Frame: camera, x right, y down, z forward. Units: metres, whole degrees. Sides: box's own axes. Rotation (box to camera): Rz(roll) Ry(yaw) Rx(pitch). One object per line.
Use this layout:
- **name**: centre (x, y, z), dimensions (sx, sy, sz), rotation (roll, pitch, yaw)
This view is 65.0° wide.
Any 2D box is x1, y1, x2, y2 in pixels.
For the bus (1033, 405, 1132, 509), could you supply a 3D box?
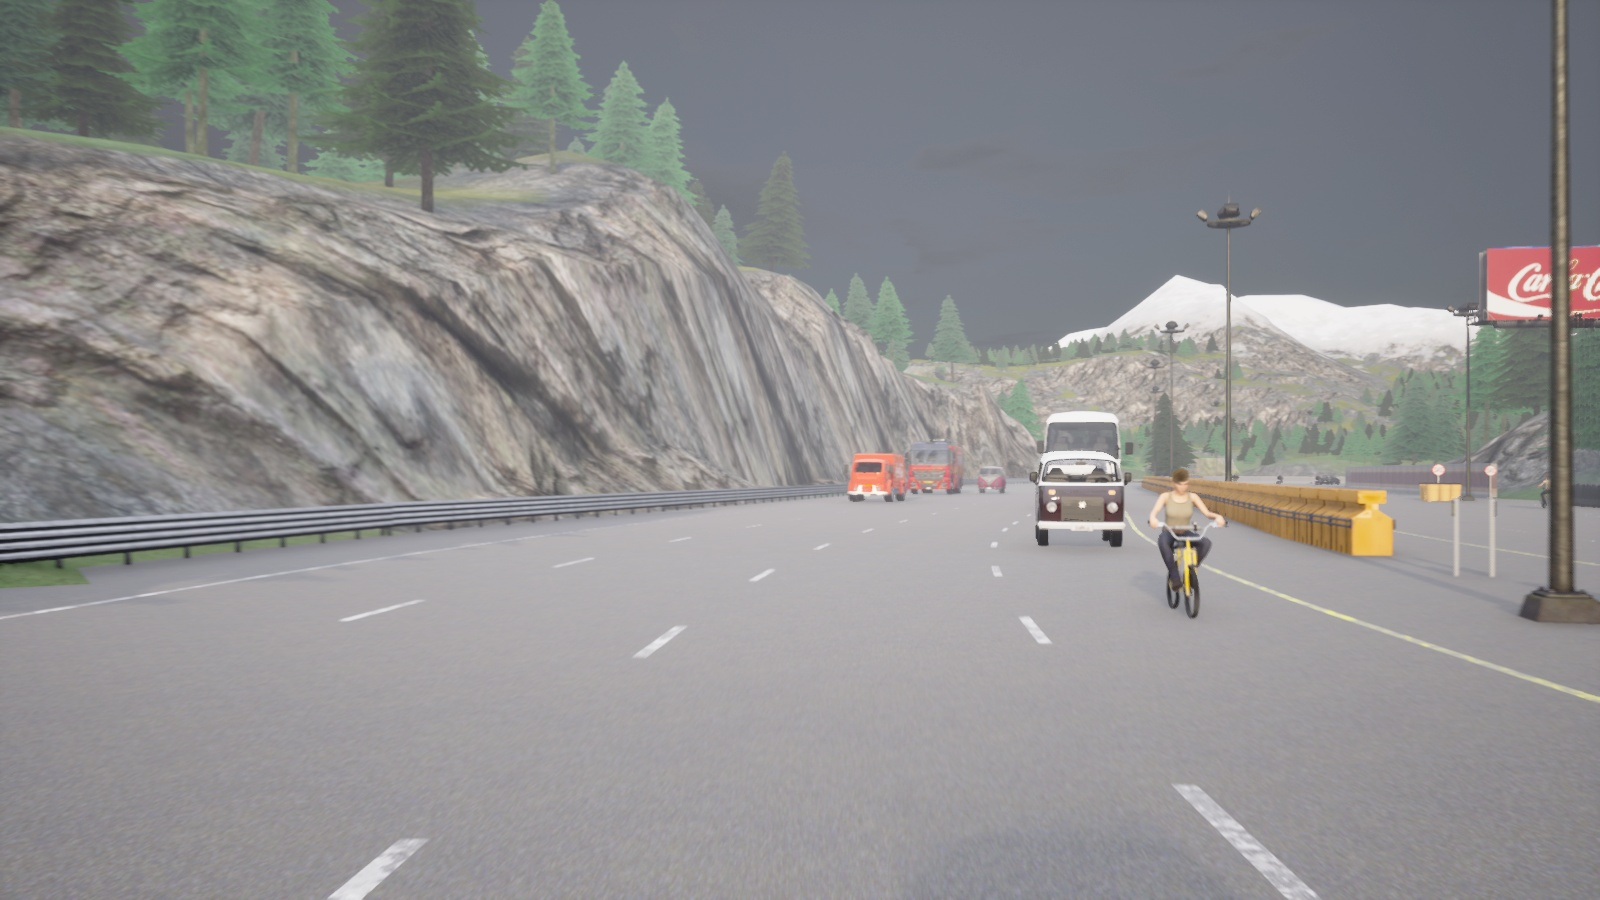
- **bus**: centre (12.843, 0.364, 56.780), dimensions (3.944, 4.253, 10.273), rotation (0, -1, 14)

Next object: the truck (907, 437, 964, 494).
- **truck**: centre (9.612, 1.103, 88.038), dimensions (2.891, 3.827, 8.468), rotation (0, -1, 14)

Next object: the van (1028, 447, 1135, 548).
- **van**: centre (6.092, 0.987, 27.629), dimensions (2.069, 2.038, 4.480), rotation (0, -1, 10)

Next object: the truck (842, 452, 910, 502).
- **truck**: centre (3.965, 1.404, 64.697), dimensions (2.627, 2.467, 5.204), rotation (0, -1, 14)

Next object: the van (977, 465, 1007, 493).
- **van**: centre (14.024, 2.070, 91.366), dimensions (1.775, 1.987, 4.442), rotation (0, -1, 14)

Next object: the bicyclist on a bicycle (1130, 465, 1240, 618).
- **bicyclist on a bicycle**: centre (4.262, 0.978, 14.016), dimensions (0.866, 1.612, 1.509), rotation (0, -1, 5)
